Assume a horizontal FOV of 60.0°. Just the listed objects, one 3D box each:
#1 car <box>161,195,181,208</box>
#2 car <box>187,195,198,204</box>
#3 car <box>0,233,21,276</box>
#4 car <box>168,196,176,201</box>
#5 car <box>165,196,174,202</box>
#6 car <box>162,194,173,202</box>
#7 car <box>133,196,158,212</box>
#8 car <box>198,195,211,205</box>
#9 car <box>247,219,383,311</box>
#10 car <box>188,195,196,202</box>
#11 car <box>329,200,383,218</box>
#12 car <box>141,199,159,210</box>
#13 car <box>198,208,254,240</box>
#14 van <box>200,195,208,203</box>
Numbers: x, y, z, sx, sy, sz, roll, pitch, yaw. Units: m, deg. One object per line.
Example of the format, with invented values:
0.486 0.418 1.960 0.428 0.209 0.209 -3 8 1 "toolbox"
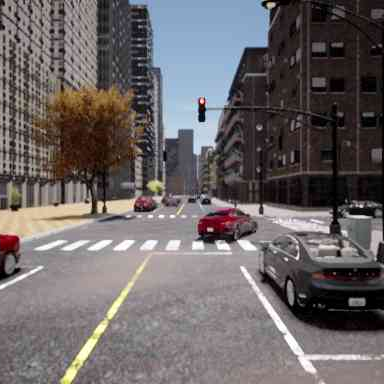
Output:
-3.104 1.634 50.508 1.994 1.385 4.181 0 0 0 "car"
-0.023 1.602 69.304 2.128 1.511 4.902 0 0 0 "car"
-5.695 1.551 7.593 1.887 1.381 4.507 0 0 0 "car"
-5.722 1.728 95.209 2.008 1.369 4.403 0 0 0 "car"
-5.719 1.697 84.164 2.008 1.369 4.403 0 0 0 "car"
-5.717 1.447 78.641 2.192 1.841 5.009 0 0 0 "car"
-5.705 1.367 39.981 2.192 1.841 5.009 0 0 0 "car"
2.669 1.659 62.074 1.947 1.339 4.313 0 0 0 "car"
2.686 1.557 7.595 2.008 1.369 4.403 0 0 0 "car"
-0.025 1.524 79.726 2.033 1.411 5.357 0 0 0 "car"
13.416 1.371 27.004 4.403 1.369 2.008 -1 1 -1 "car"
-5.707 1.628 45.504 1.947 1.339 4.313 0 0 0 "car"
1.886 1.543 17.116 1.812 1.442 4.674 -1 0 27 "car"
2.665 1.459 73.121 1.690 1.788 3.998 0 0 0 "van"
